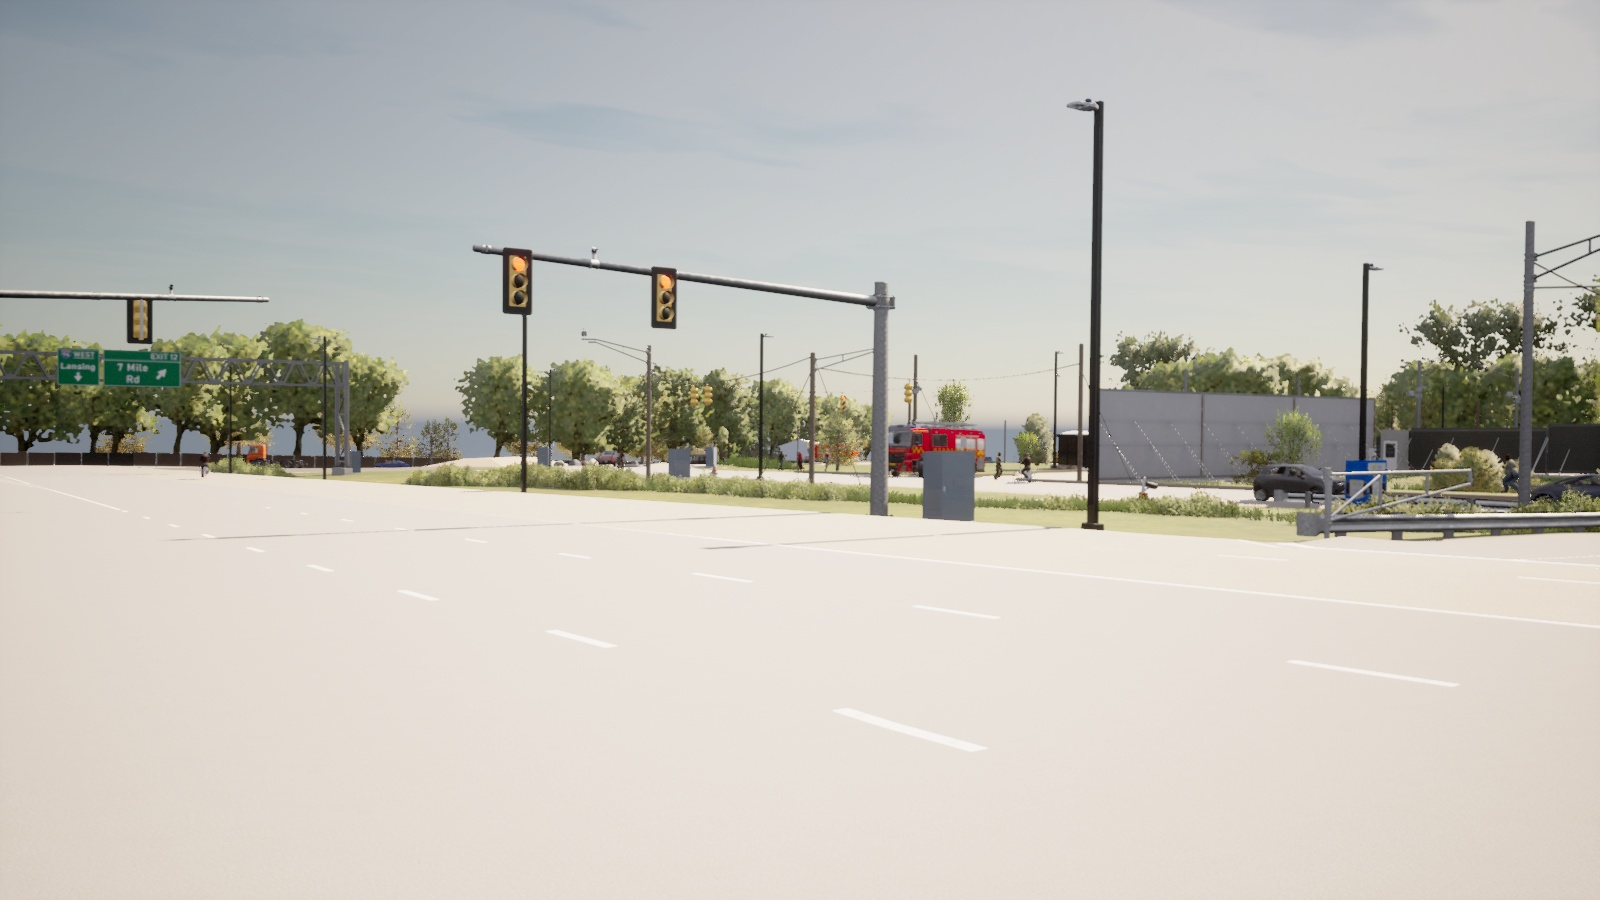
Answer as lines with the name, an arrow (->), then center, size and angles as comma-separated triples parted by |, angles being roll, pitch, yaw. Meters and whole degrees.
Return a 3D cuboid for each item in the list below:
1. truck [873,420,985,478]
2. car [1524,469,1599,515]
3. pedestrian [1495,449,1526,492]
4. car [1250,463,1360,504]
truck -> 9.029, -0.044, 87.098 | 8.468, 3.827, 2.891 | 1, 0, -44
car -> 26.175, 1.372, 40.736 | 1.994, 1.385, 4.181 | -1, 1, -34
pedestrian -> 31.616, 0.894, 55.901 | 0.874, 1.855, 0.900 | -1, 1, -36
car -> 19.980, 1.289, 49.813 | 1.845, 1.501, 3.633 | 0, 0, -34
